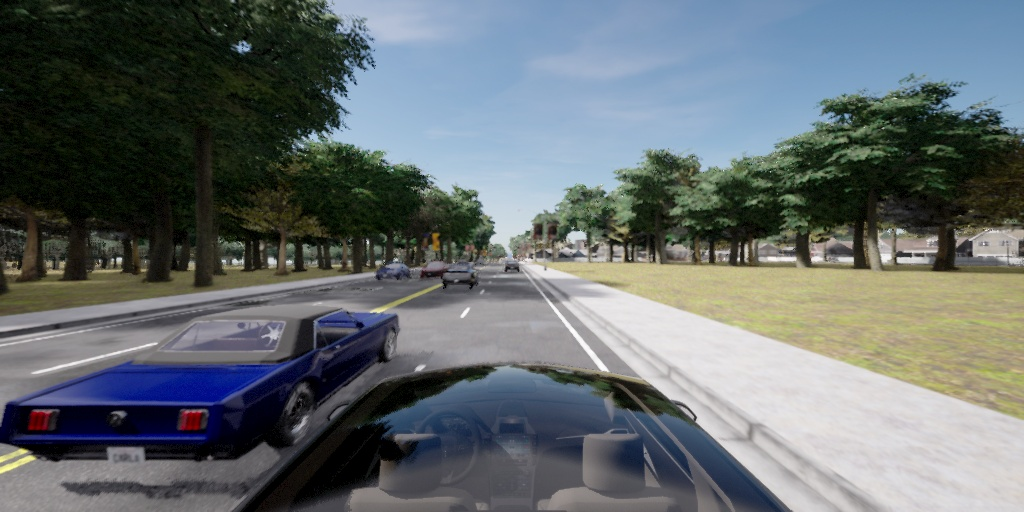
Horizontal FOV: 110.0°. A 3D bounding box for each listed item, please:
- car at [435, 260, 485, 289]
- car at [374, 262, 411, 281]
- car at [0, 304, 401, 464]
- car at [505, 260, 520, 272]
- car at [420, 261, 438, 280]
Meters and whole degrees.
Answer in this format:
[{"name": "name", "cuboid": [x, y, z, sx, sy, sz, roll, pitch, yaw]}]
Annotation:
[{"name": "car", "cuboid": [-3.179, 1.234, 22.901, 2.128, 1.511, 4.902, 0, 0, 0]}, {"name": "car", "cuboid": [-9.884, 1.270, 30.230, 1.812, 1.442, 4.674, 0, 0, 0]}, {"name": "car", "cuboid": [-3.154, 1.350, 5.156, 1.895, 1.301, 4.718, 0, 0, 0]}, {"name": "car", "cuboid": [0.037, 1.289, 47.179, 1.812, 1.442, 4.674, 0, 0, 0]}, {"name": "car", "cuboid": [-6.635, 1.222, 31.423, 1.882, 1.535, 5.008, 0, 0, 0]}]
